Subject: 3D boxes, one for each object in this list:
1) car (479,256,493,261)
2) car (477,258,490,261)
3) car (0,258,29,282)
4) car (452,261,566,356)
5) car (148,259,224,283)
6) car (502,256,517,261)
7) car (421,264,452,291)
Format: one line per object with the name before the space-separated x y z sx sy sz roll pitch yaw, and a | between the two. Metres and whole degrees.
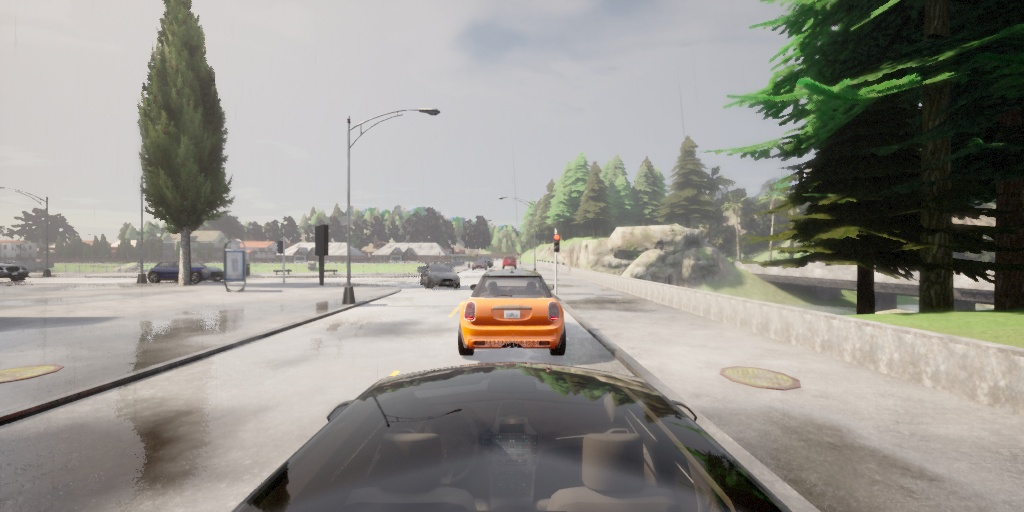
car | -4.622 0.971 60.793 2.150 2.045 5.566 0 0 0
car | -4.549 1.314 51.197 1.994 1.385 4.181 0 0 0
car | -39.960 0.969 26.826 5.566 2.045 2.150 0 0 0
car | -0.003 1.102 8.792 2.097 1.767 4.553 0 0 0
car | -24.336 1.102 26.971 4.553 1.767 2.097 0 0 -1
car | -0.419 0.971 58.344 2.150 2.045 5.566 0 0 -1
car | -4.472 1.255 22.329 1.837 1.490 4.892 4 -1 -21
